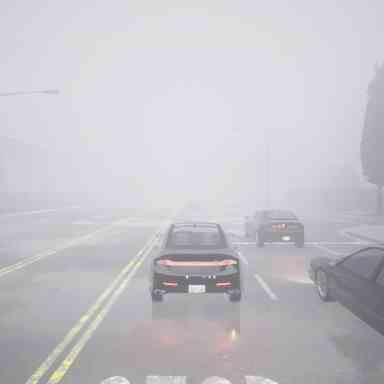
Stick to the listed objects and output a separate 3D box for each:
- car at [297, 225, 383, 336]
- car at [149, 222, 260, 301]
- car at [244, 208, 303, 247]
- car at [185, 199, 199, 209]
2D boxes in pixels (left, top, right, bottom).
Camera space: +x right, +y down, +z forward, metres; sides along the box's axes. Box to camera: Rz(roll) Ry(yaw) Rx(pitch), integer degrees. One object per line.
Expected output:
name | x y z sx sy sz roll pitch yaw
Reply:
car | 3.587 1.547 5.242 2.033 1.411 5.357 0 0 0
car | 0.080 1.492 8.287 2.128 1.511 4.902 0 0 0
car | 3.562 1.505 14.989 1.837 1.490 4.892 0 0 0
car | -0.008 1.601 44.106 1.895 1.301 4.718 0 0 0
